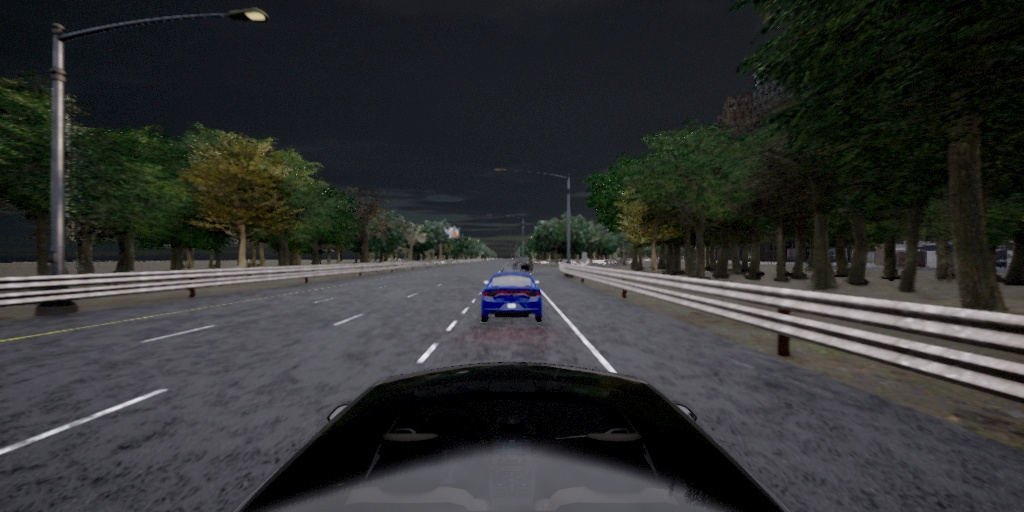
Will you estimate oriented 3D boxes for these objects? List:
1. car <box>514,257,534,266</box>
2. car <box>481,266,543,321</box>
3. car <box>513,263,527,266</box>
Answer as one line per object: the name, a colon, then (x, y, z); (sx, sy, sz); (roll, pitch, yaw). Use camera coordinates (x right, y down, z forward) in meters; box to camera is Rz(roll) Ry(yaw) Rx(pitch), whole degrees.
car: (1.646, 1.176, 50.078); (2.150, 2.045, 5.566); (0, 0, 11)
car: (-0.008, 1.291, 12.699); (1.882, 1.535, 5.008); (0, -1, 0)
car: (-0.020, 1.466, 29.201); (1.895, 1.301, 4.718); (0, 0, 0)
